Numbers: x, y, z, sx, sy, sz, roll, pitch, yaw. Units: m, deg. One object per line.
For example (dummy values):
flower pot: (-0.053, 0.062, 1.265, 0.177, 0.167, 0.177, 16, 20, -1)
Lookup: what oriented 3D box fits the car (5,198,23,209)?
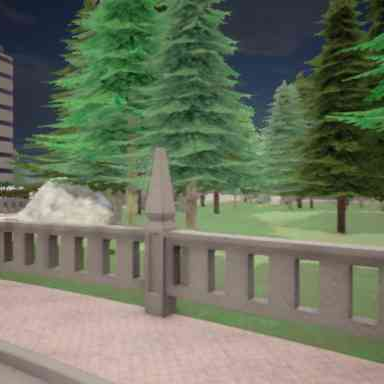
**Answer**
car: (-21.009, 1.256, 37.850, 2.128, 1.511, 4.902, 0, 1, 21)
